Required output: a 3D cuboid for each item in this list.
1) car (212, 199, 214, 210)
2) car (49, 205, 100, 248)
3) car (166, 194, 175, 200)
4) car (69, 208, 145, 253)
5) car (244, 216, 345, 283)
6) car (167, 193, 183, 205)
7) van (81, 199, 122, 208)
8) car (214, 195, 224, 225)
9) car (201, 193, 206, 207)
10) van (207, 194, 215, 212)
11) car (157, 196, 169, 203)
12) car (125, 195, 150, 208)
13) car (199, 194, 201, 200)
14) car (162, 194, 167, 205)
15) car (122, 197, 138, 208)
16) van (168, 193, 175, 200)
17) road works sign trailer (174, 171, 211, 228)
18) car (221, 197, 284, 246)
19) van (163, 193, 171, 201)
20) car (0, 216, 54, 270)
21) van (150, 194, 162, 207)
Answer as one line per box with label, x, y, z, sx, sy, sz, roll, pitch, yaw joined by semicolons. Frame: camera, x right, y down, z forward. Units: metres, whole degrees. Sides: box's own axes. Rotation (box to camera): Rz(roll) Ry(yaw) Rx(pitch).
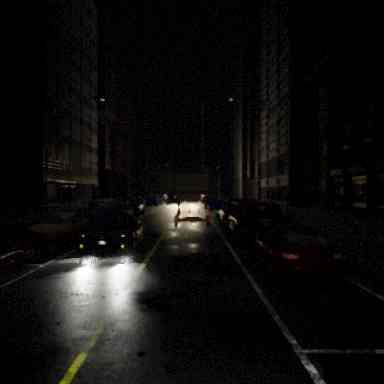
car;2.783;1.485;26.360;1.752;1.417;4.829;0;0;0
car;-5.751;1.501;14.795;1.752;1.417;4.829;0;0;0
car;-5.698;1.321;87.888;1.967;1.590;4.097;0;0;0
car;-3.089;1.542;13.381;1.994;1.385;4.181;0;0;0
car;2.771;1.567;9.362;1.802;1.307;4.206;0;0;0
car;-3.015;1.138;55.305;2.150;2.045;5.566;0;0;0
van;-5.746;1.308;20.574;1.690;1.788;3.998;0;0;0
car;2.779;1.283;20.580;2.192;1.841;5.009;0;0;0
car;2.799;1.244;48.626;2.192;1.841;5.009;0;0;0
van;2.791;1.285;37.407;1.690;1.788;3.998;0;0;0
car;-5.714;1.458;65.450;2.008;1.369;4.403;0;0;0
car;-5.738;1.266;31.793;2.192;1.841;5.009;0;0;0
car;2.807;1.459;59.844;1.887;1.381;4.507;0;0;0
car;-5.722;1.236;54.231;2.192;1.841;5.009;0;0;0
car;-5.742;1.399;26.184;1.967;1.590;4.097;0;0;0
van;-5.694;1.216;93.498;1.690;1.788;3.998;0;0;0
road works sign trailer;0.016;0.430;21.751;2.380;3.560;2.880;0;0;0
car;2.775;1.291;14.971;2.192;1.841;5.009;0;0;0
van;-5.706;1.235;76.669;1.690;1.788;3.998;0;0;0
car;-5.755;1.566;9.356;1.802;1.307;4.206;0;0;0
van;-5.726;1.269;48.622;1.690;1.788;3.998;0;0;0
